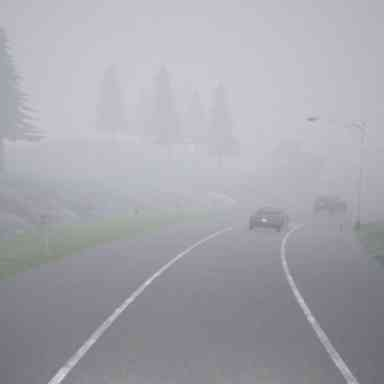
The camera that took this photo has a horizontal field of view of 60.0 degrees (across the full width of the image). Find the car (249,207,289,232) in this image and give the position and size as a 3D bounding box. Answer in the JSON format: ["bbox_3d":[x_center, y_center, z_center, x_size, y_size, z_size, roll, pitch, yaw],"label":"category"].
[{"bbox_3d":[5.084,1.664,21.566,1.994,1.385,4.181,3,0,23],"label":"car"}]

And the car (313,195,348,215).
[{"bbox_3d":[15.701,1.440,37.571,2.150,2.045,5.566,5,4,43],"label":"car"}]
